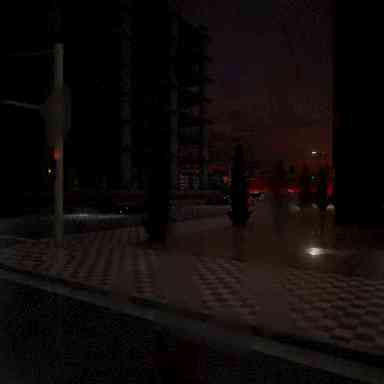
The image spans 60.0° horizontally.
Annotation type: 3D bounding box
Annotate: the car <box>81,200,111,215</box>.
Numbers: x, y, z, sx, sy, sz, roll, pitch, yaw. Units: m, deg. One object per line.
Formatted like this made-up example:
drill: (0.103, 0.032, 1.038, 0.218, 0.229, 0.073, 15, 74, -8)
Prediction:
car: (-9.350, 1.564, 34.446, 1.994, 1.385, 4.181, 0, 0, 35)

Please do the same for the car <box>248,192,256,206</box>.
car: (7.939, 1.351, 53.031, 2.097, 1.767, 4.553, 0, 0, 35)

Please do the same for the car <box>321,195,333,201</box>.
car: (34.503, 1.418, 85.069, 1.812, 1.442, 4.674, 0, 0, 35)

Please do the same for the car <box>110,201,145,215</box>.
car: (-5.592, 1.601, 33.721, 1.895, 1.301, 4.718, 0, 0, 35)

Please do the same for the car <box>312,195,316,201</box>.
car: (28.553, 1.469, 76.513, 1.882, 1.535, 5.008, 0, 0, 35)

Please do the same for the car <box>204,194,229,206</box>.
car: (3.867, 1.477, 53.334, 1.882, 1.535, 5.008, 0, 0, 35)

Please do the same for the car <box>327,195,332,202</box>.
car: (31.665, 1.544, 74.857, 1.994, 1.385, 4.181, 0, 0, 35)
